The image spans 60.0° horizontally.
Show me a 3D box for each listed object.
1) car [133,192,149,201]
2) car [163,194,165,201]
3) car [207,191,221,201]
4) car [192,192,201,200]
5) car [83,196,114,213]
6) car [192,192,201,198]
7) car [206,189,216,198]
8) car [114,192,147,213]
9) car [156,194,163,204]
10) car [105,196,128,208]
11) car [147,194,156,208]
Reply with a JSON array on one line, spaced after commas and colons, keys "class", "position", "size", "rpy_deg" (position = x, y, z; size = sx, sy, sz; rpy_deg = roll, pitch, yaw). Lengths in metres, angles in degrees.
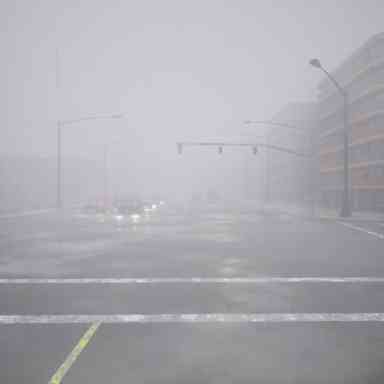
[{"class": "car", "position": [-9.661, 0.896, 63.214], "size": [2.128, 1.511, 4.902], "rpy_deg": [0, 1, 1]}, {"class": "car", "position": [-6.167, 1.012, 62.824], "size": [1.895, 1.301, 4.718], "rpy_deg": [0, 1, 1]}, {"class": "car", "position": [4.495, 0.942, 64.683], "size": [1.994, 1.385, 4.181], "rpy_deg": [0, 1, 0]}, {"class": "car", "position": [0.899, 0.959, 65.802], "size": [1.895, 1.301, 4.718], "rpy_deg": [0, 1, 0]}, {"class": "car", "position": [-9.811, 1.225, 34.876], "size": [2.097, 1.767, 4.553], "rpy_deg": [0, 1, 0]}, {"class": "car", "position": [0.934, 0.649, 75.778], "size": [2.033, 1.411, 5.357], "rpy_deg": [0, 1, 0]}, {"class": "car", "position": [4.437, 0.425, 75.928], "size": [2.150, 2.045, 5.566], "rpy_deg": [0, 1, 0]}, {"class": "car", "position": [-6.313, 1.226, 34.531], "size": [2.097, 1.767, 4.553], "rpy_deg": [0, 1, 0]}, {"class": "car", "position": [-6.242, 1.080, 52.695], "size": [2.128, 1.511, 4.902], "rpy_deg": [0, 1, 0]}, {"class": "car", "position": [-9.780, 1.314, 43.519], "size": [1.994, 1.385, 4.181], "rpy_deg": [0, 1, 0]}, {"class": "car", "position": [-6.281, 1.277, 43.414], "size": [1.812, 1.442, 4.674], "rpy_deg": [0, 1, 0]}]
